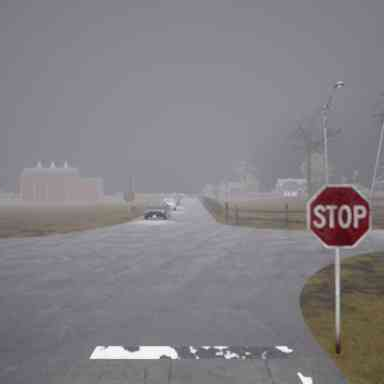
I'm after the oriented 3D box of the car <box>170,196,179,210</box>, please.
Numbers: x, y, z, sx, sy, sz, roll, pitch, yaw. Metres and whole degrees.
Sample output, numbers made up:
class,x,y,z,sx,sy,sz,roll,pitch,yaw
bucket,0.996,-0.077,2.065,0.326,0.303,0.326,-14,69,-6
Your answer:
class,x,y,z,sx,sy,sz,roll,pitch,yaw
car,-2.870,1.509,40.185,1.812,1.442,4.674,0,0,0

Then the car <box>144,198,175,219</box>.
class,x,y,z,sx,sy,sz,roll,pitch,yaw
car,-2.899,1.533,28.858,2.033,1.411,5.357,0,0,1

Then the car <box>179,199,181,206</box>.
class,x,y,z,sx,sy,sz,roll,pitch,yaw
car,-2.861,1.470,53.929,2.128,1.511,4.902,0,1,0
